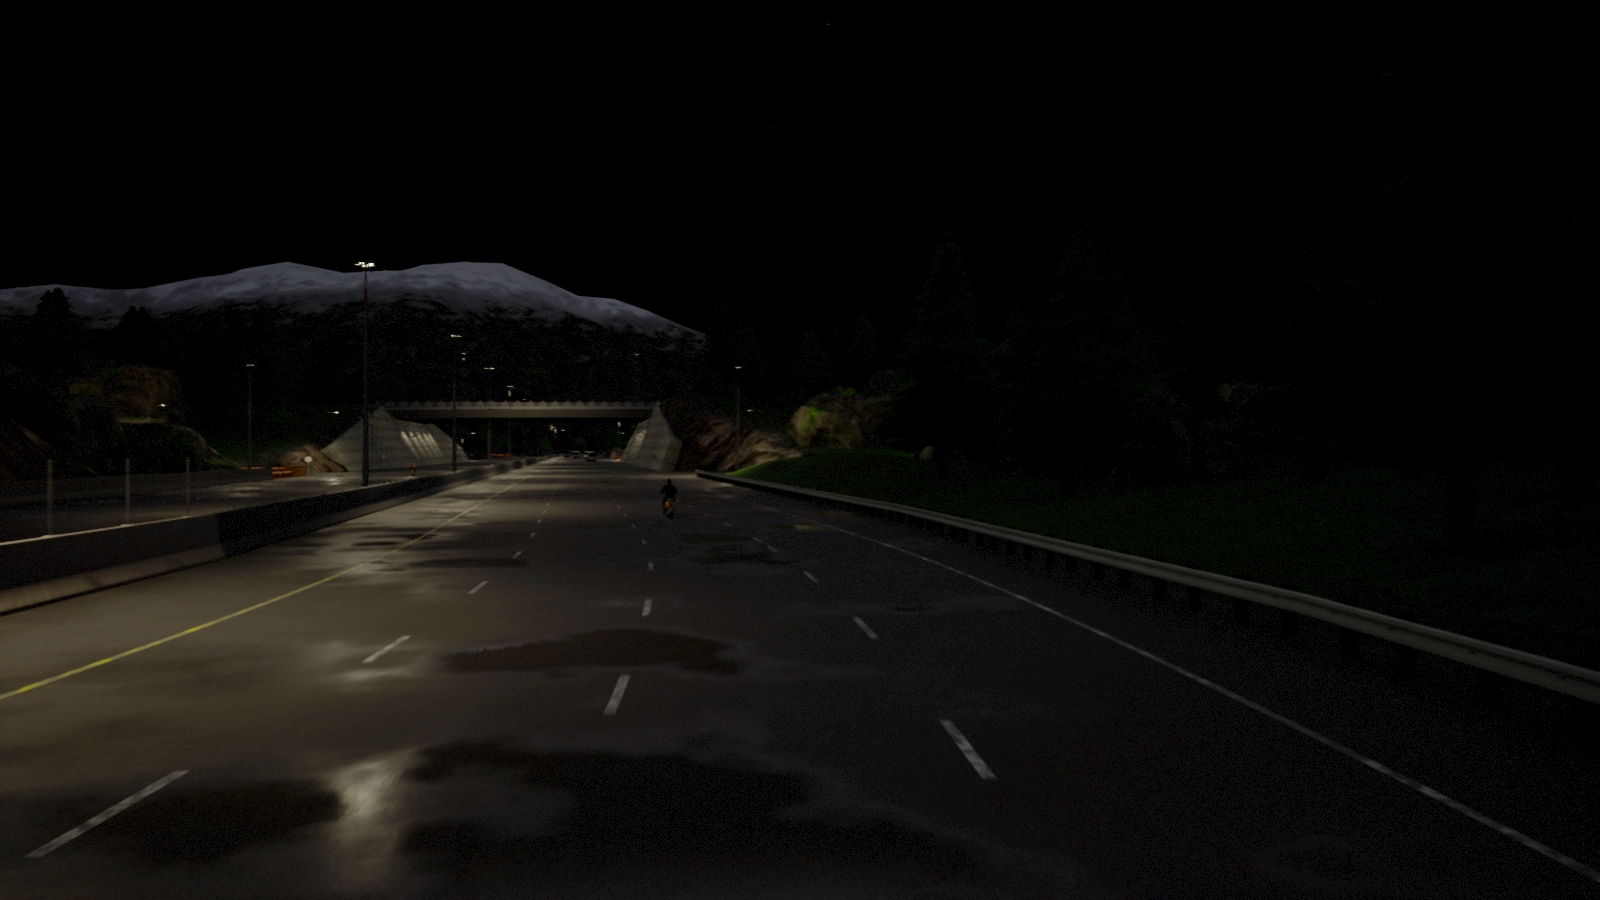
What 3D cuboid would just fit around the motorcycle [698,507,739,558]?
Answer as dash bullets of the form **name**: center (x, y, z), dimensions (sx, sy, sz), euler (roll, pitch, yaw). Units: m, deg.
- **motorcycle**: center (-2.195, 2.186, 30.528), dimensions (0.856, 1.236, 1.805), euler (0, 0, -11)
